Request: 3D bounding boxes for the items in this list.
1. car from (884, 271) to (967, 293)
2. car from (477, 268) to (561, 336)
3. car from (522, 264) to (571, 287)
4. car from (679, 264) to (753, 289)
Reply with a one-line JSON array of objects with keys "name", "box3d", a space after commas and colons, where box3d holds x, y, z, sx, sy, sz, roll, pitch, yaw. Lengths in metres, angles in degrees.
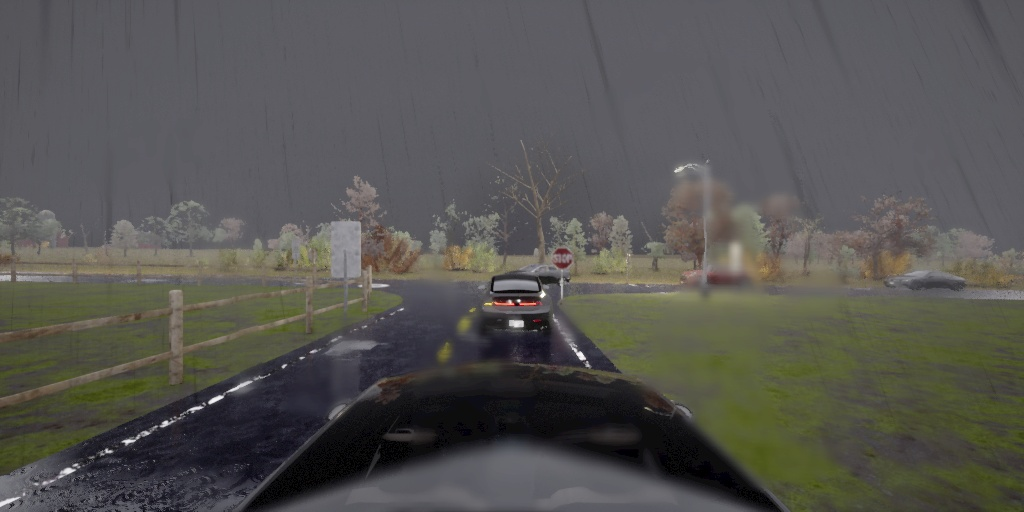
[{"name": "car", "box3d": [29.886, 1.806, 25.936, 4.674, 1.442, 1.812, 1, 1, 0]}, {"name": "car", "box3d": [0.064, 1.252, 10.331, 1.837, 1.490, 4.892, 0, 0, -1]}, {"name": "car", "box3d": [1.589, 1.251, 22.971, 4.902, 1.511, 2.128, 2, 0, -34]}, {"name": "car", "box3d": [14.646, 1.363, 25.953, 4.553, 1.767, 2.097, 1, 1, 0]}]
